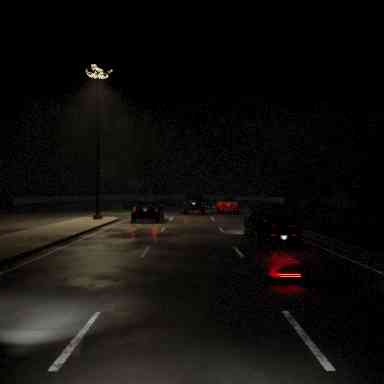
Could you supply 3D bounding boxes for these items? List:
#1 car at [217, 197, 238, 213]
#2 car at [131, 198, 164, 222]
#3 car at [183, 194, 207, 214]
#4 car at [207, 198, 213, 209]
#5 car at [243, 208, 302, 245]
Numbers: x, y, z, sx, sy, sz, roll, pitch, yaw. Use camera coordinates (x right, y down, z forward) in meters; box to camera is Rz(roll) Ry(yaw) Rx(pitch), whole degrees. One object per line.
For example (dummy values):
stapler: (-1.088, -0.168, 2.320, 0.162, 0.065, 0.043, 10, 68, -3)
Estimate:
car: (3.839, 1.352, 36.359, 2.097, 1.767, 4.553, 0, 0, 2)
car: (-3.401, 1.353, 26.357, 2.097, 1.767, 4.553, 0, 0, 0)
car: (0.274, 1.221, 34.756, 2.150, 2.045, 5.566, 0, 0, 2)
car: (1.612, 1.491, 44.540, 2.128, 1.511, 4.902, 0, 0, 12)
car: (3.599, 1.505, 15.416, 1.837, 1.490, 4.892, 0, 0, 0)
